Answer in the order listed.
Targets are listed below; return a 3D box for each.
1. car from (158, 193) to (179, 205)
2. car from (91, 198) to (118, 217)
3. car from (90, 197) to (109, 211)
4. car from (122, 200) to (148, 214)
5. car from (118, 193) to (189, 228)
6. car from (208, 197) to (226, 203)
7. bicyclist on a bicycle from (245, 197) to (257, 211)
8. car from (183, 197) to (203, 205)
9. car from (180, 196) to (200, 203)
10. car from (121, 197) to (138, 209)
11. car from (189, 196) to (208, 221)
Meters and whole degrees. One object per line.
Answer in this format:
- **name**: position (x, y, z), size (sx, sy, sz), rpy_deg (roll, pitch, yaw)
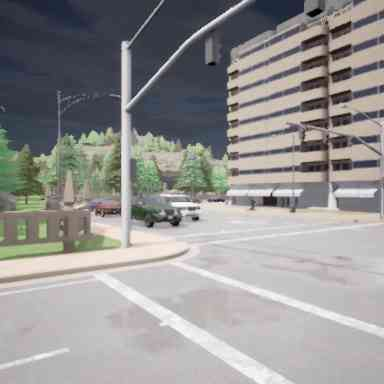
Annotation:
- **car**: position (-4.116, 1.239, 58.953), size (2.150, 2.045, 5.566), rpy_deg (0, 0, 14)
- **car**: position (-7.760, 1.450, 30.950), size (1.882, 1.535, 5.008), rpy_deg (0, 0, -26)
- **car**: position (-11.217, 1.457, 40.705), size (1.882, 1.535, 5.008), rpy_deg (0, 0, -11)
- **car**: position (-6.221, 1.583, 35.789), size (1.895, 1.301, 4.718), rpy_deg (0, 0, -20)
- **car**: position (-2.782, 1.191, 22.378), size (2.150, 2.045, 5.566), rpy_deg (0, 0, -33)
- **car**: position (5.364, 1.647, 71.028), size (1.895, 1.301, 4.718), rpy_deg (0, 0, 40)
- **bicyclist on a bicycle**: position (6.429, 1.307, 36.196), size (1.656, 1.620, 0.582), rpy_deg (0, 0, -29)
- **car**: position (0.317, 1.577, 61.642), size (2.033, 1.411, 5.357), rpy_deg (0, 0, 20)
- **car**: position (-0.348, 1.563, 68.911), size (1.812, 1.442, 4.674), rpy_deg (0, 0, 32)
- **car**: position (-8.594, 1.496, 45.892), size (1.837, 1.490, 4.892), rpy_deg (0, 0, -5)
- **car**: position (-1.401, 1.200, 26.643), size (2.150, 2.045, 5.566), rpy_deg (0, 0, -32)
